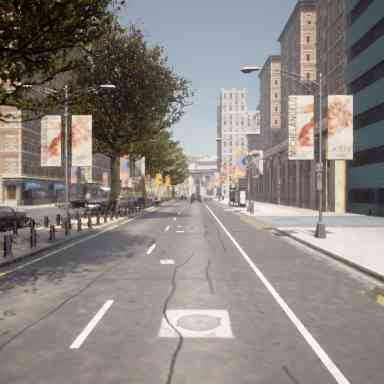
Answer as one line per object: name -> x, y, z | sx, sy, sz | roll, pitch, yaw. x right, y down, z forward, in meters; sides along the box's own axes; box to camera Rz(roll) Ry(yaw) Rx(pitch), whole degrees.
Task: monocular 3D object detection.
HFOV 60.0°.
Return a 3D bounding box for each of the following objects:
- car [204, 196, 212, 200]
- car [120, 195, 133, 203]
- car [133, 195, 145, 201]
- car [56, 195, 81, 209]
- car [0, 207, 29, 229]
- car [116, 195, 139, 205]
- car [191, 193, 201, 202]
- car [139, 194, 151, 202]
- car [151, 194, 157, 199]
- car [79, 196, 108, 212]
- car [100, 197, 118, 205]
car -> 4.309, 1.594, 89.992 | 1.895, 1.301, 4.718 | 0, 0, 1
car -> -14.151, 1.500, 72.383 | 1.837, 1.490, 4.892 | 0, 0, 1
car -> -13.968, 1.468, 87.729 | 2.128, 1.511, 4.902 | 0, 0, 1
car -> -16.114, 1.351, 44.833 | 2.097, 1.767, 4.553 | 0, 0, 20
car -> -11.386, 1.547, 18.928 | 2.033, 1.411, 5.357 | 0, 0, 1
car -> -10.924, 1.351, 56.458 | 2.097, 1.767, 4.553 | 0, 0, 1
car -> 0.875, 1.225, 74.320 | 2.150, 2.045, 5.566 | 0, 0, 1
car -> -10.661, 1.595, 71.510 | 1.895, 1.301, 4.718 | 0, 0, 1
car -> -10.479, 1.338, 86.818 | 2.097, 1.767, 4.553 | 0, 0, 1
car -> -11.146, 1.491, 39.162 | 2.128, 1.511, 4.902 | 0, 0, 1
car -> -14.401, 1.601, 57.820 | 1.895, 1.301, 4.718 | 0, 0, 1
